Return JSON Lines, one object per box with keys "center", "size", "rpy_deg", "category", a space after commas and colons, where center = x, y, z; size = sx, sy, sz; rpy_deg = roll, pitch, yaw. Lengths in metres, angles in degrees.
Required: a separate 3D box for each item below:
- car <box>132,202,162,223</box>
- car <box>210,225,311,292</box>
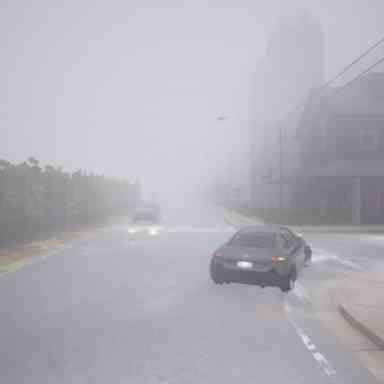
{"center": [-3.588, 1.623, 27.133], "size": [1.882, 1.535, 5.008], "rpy_deg": [0, 0, 0], "category": "car"}
{"center": [2.060, 1.609, 9.340], "size": [1.994, 1.385, 4.181], "rpy_deg": [-1, 0, 25], "category": "car"}
